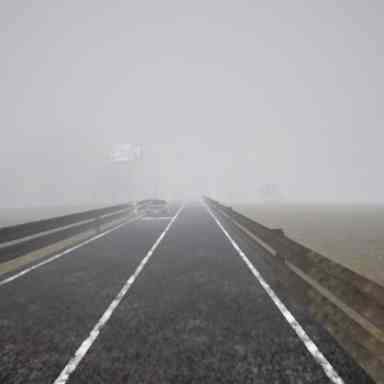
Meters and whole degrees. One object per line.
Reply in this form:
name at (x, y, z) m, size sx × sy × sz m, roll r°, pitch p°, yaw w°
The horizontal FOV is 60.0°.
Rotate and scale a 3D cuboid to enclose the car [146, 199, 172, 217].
car at (-3.043, 1.422, 30.738) m, size 1.812 × 1.442 × 4.674 m, roll -1°, pitch 0°, yaw 0°
